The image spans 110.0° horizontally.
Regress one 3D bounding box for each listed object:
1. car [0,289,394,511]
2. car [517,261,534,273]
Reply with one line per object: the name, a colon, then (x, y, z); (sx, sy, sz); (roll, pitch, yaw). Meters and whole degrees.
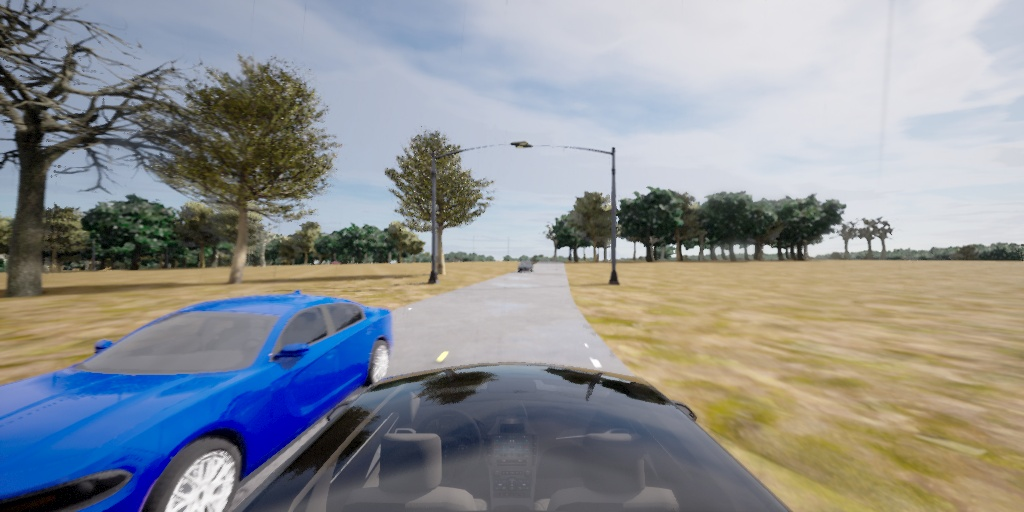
car: (-2.984, 1.220, 4.098); (1.882, 1.535, 5.008); (1, -1, 2)
car: (1.804, 1.376, 46.458); (1.837, 1.490, 4.892); (0, 0, 8)
